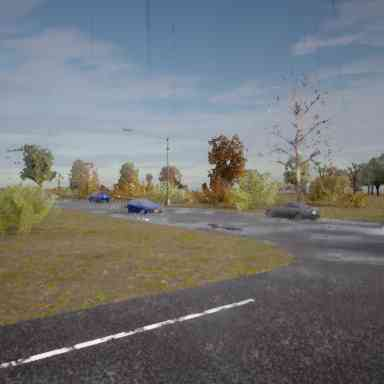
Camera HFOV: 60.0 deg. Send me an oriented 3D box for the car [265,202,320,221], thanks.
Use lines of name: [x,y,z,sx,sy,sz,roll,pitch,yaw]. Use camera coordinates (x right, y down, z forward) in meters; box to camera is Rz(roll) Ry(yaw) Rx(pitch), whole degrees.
car: [7.848,1.493,26.233,1.994,1.385,4.181,0,0,-37]

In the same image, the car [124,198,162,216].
car: [-4.629,1.364,31.134,1.882,1.535,5.008,0,0,-37]

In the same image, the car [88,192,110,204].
car: [-16.285,0.952,58.158,2.150,2.045,5.566,0,0,-37]

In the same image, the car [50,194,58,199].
car: [-35.107,1.127,83.059,1.895,1.301,4.718,0,0,-37]
